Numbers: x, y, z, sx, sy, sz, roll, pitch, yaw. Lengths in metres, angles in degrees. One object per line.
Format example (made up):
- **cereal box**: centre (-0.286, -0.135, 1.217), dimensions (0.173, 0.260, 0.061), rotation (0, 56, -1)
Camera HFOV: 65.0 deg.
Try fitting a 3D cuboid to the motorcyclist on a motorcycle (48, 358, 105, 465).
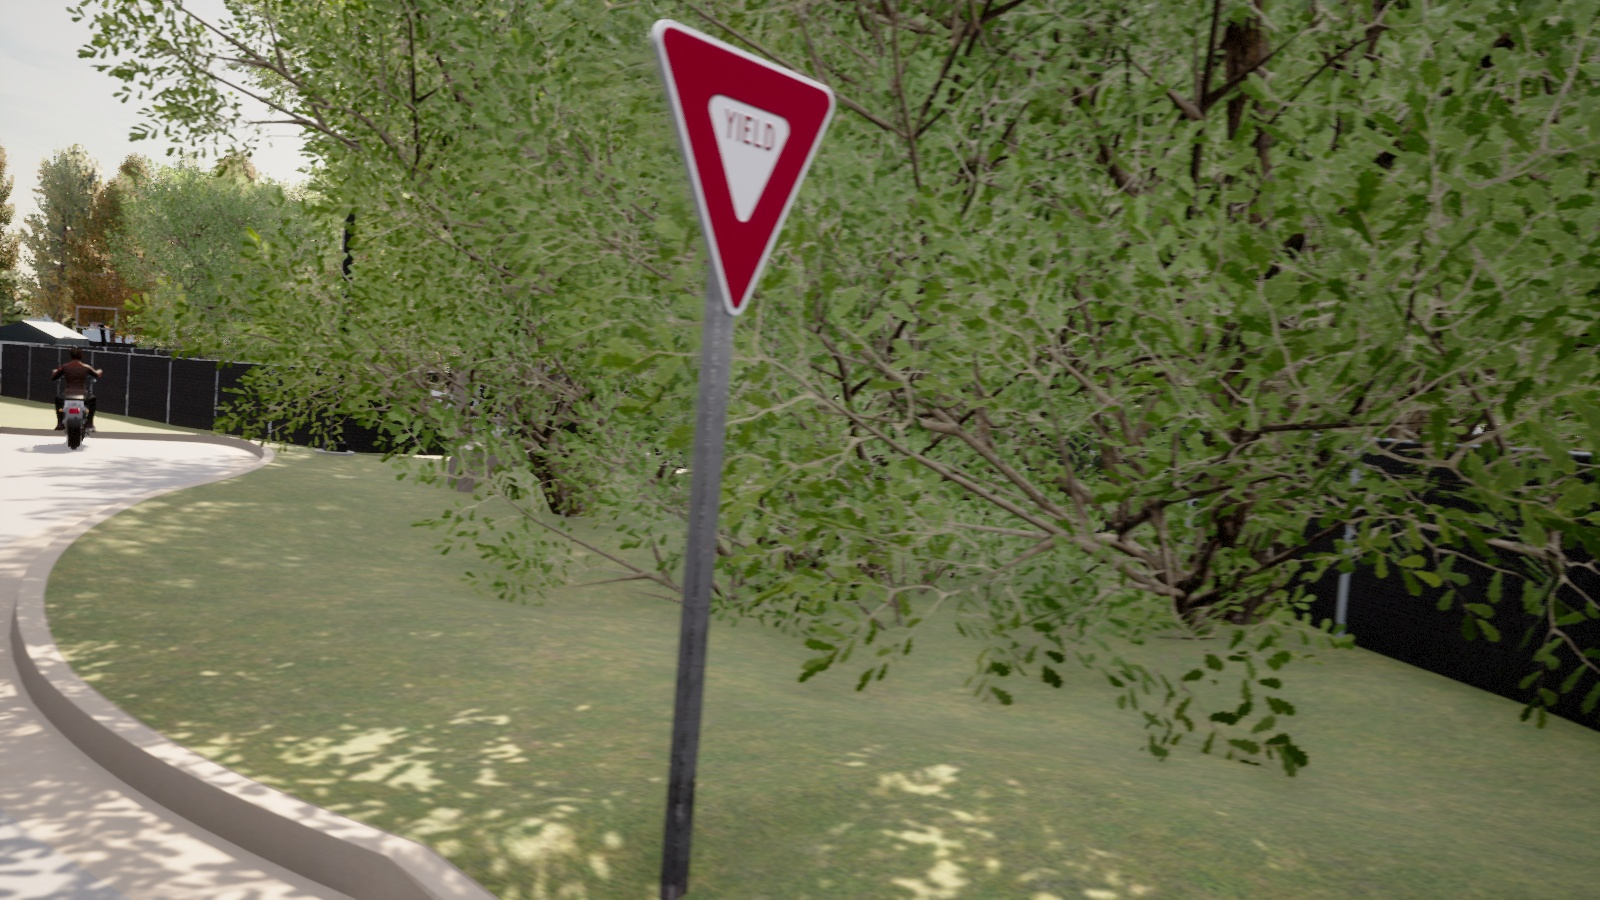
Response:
- **motorcyclist on a motorcycle**: centre (-11.841, -0.645, 20.575), dimensions (0.766, 1.649, 2.350), rotation (0, 3, -29)
